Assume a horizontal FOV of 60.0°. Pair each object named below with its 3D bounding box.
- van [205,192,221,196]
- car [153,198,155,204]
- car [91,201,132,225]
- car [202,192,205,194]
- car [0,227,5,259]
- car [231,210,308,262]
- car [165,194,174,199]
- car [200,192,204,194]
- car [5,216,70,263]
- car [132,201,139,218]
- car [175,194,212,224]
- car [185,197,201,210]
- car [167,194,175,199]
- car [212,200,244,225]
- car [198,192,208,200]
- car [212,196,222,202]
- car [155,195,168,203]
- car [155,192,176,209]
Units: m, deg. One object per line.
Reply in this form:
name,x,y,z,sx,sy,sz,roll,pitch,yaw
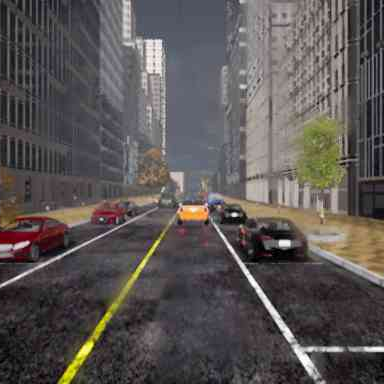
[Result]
van,2.700,1.167,40.204,1.690,1.788,3.998,0,0,0
car,-5.678,1.265,57.122,1.752,1.417,4.829,0,0,0
car,-5.684,1.447,23.137,1.887,1.381,4.507,0,0,0
car,2.701,1.238,45.896,1.967,1.590,4.097,0,0,0
car,-5.687,1.520,6.059,1.887,1.381,4.507,0,0,0
car,2.694,1.518,11.743,1.947,1.339,4.313,0,0,0
car,-5.673,1.136,85.755,2.008,1.369,4.403,0,0,0
car,2.706,0.995,68.664,2.192,1.841,5.009,0,0,0
car,-5.686,1.533,11.752,1.802,1.307,4.206,0,0,0
car,-5.683,1.443,28.830,1.947,1.339,4.313,0,0,0
car,0.105,1.251,24.166,2.097,1.767,4.553,0,0,0
car,0.108,1.345,41.457,1.812,1.442,4.674,0,0,0
car,-5.672,1.118,91.447,1.947,1.339,4.313,0,0,0
car,2.697,1.469,23.127,1.947,1.339,4.313,0,0,0
car,2.708,0.933,80.048,2.192,1.841,5.009,0,0,0
car,2.699,1.418,34.512,1.947,1.339,4.313,0,0,0
car,-5.677,1.260,62.986,2.008,1.369,4.403,0,0,0
car,-3.086,1.033,43.004,2.150,2.045,5.566,0,0,0
